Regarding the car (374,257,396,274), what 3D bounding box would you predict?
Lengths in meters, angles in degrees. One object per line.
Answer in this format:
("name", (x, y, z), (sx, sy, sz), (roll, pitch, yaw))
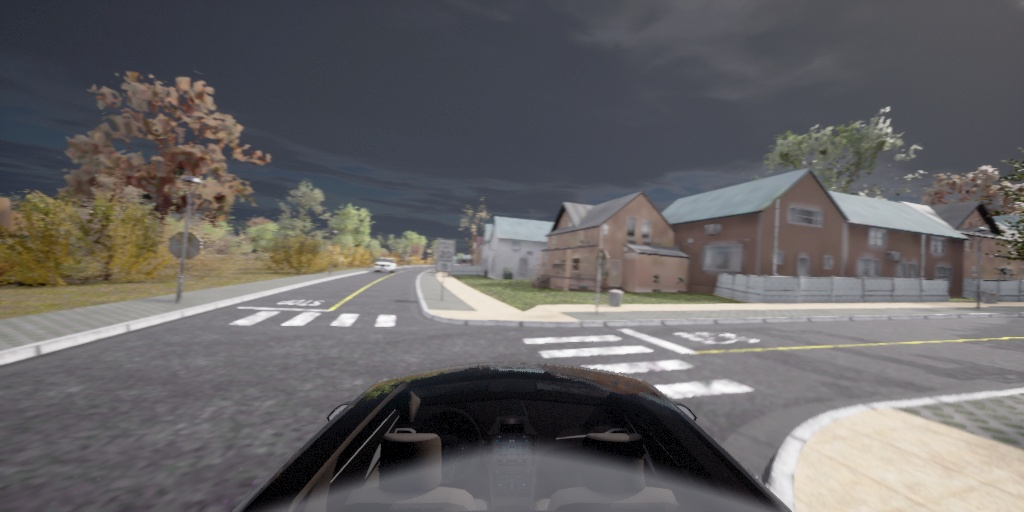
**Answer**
("car", (-16.970, 1.234, 48.184), (2.150, 2.045, 5.566), (5, -2, -12))
